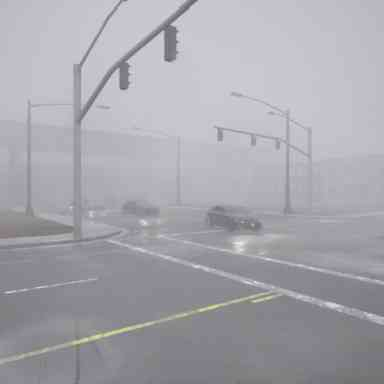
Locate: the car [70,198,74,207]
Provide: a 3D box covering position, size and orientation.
[{"bbox_3d":[-18.073,1.547,52.738,2.033,1.411,5.357,0,0,-11],"label":"car"}]

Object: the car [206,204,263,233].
[{"bbox_3d":[2.379,1.506,19.860,1.837,1.490,4.892,1,-1,-21],"label":"car"}]

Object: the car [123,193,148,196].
[{"bbox_3d":[-12.256,1.223,69.394,2.150,2.045,5.566,0,0,30],"label":"car"}]

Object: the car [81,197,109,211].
[{"bbox_3d":[-12.383,1.527,41.428,1.812,1.442,4.674,0,1,-35],"label":"car"}]

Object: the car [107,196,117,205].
[{"bbox_3d":[-14.949,1.526,59.828,1.812,1.442,4.674,0,0,3],"label":"car"}]

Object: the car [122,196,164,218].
[{"bbox_3d":[-4.830,1.478,30.941,1.882,1.535,5.008,0,0,-36],"label":"car"}]
